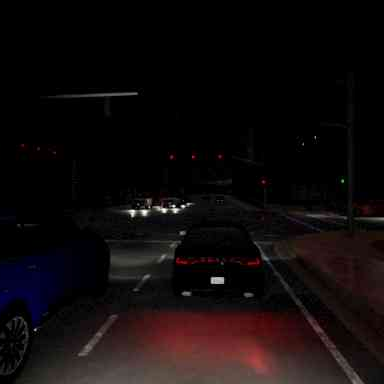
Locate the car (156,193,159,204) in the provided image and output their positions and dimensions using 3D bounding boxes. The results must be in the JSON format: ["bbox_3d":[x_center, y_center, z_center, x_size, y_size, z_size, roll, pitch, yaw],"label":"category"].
[{"bbox_3d":[-5.848,1.221,55.623,2.150,2.045,5.566,0,0,5],"label":"car"}]

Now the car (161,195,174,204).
[{"bbox_3d":[-4.877,1.477,66.727,1.882,1.535,5.008,0,0,5],"label":"car"}]

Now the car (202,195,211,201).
[{"bbox_3d":[3.639,1.524,84.720,1.812,1.442,4.674,0,0,5],"label":"car"}]

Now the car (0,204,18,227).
[{"bbox_3d":[-15.054,1.548,22.781,5.357,1.411,2.033,0,0,5],"label":"car"}]

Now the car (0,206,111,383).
[{"bbox_3d":[-3.075,1.221,5.481,2.150,2.045,5.566,0,0,3],"label":"car"}]

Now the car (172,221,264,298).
[{"bbox_3d":[0.646,1.478,8.590,1.882,1.535,5.008,0,0,4],"label":"car"}]

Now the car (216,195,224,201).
[{"bbox_3d":[7.156,1.552,84.781,1.994,1.385,4.181,0,0,5],"label":"car"}]

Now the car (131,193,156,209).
[{"bbox_3d":[-6.724,1.221,45.313,2.150,2.045,5.566,0,0,3],"label":"car"}]

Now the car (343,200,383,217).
[{"bbox_3d":[16.746,1.478,30.951,5.008,1.535,1.882,0,0,5],"label":"car"}]

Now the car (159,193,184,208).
[{"bbox_3d":[-2.894,1.221,48.923,2.150,2.045,5.566,0,0,5],"label":"car"}]

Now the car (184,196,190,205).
[{"bbox_3d":[-2.084,1.352,58.580,2.097,1.767,4.553,0,0,5],"label":"car"}]
